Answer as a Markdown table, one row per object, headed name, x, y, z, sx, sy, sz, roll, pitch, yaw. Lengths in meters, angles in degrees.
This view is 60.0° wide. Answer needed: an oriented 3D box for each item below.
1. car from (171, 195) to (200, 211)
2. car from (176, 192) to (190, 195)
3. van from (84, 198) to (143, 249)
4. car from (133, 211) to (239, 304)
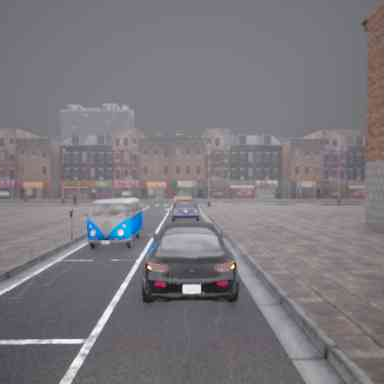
| name | x | y | z | sx | sy | sz | roll | pitch | yaw |
| --- | --- | --- | --- | --- | --- | --- | --- | --- | --- |
| car | -0.441 | 1.202 | 22.884 | 2.033 | 1.411 | 5.357 | 0 | 1 | -1 |
| car | -1.027 | 0.805 | 36.621 | 2.097 | 1.767 | 4.553 | 0 | 1 | -4 |
| van | -2.953 | 1.140 | 13.229 | 1.690 | 1.788 | 3.998 | -1 | 1 | -1 |
| car | -0.073 | 1.406 | 7.752 | 1.812 | 1.442 | 4.674 | 0 | 1 | -2 |
